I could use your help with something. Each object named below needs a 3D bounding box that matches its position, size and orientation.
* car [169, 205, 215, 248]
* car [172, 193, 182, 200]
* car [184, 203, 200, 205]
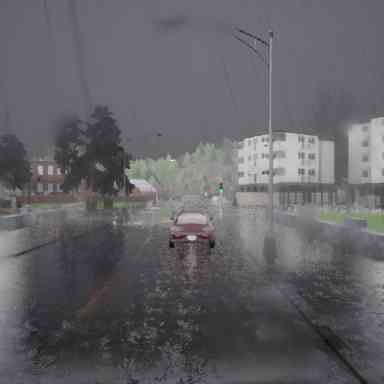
[{"bbox_3d":[0.000,1.530,14.650,1.812,1.442,4.674,0,0,0],"label":"car"},{"bbox_3d":[-4.000,1.180,89.389,2.150,2.045,5.566,0,0,0],"label":"car"},{"bbox_3d":[0.000,1.614,29.680,1.895,1.301,4.718,0,0,0],"label":"car"}]
